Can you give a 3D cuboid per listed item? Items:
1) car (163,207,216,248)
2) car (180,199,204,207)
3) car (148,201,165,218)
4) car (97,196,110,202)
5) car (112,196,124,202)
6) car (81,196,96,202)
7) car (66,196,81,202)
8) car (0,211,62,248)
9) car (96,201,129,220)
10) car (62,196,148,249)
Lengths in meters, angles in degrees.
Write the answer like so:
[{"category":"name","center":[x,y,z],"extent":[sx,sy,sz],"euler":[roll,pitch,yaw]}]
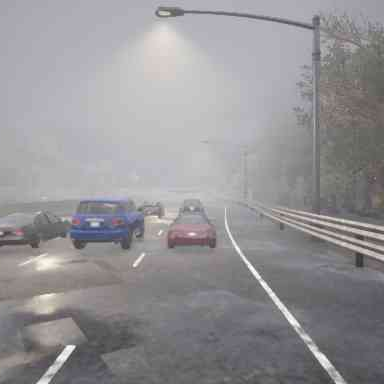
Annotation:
[{"category":"car","center":[0.000,1.572,14.651],"extent":[1.994,1.385,4.181],"euler":[0,0,0]},{"category":"car","center":[0.000,1.375,29.621],"extent":[2.097,1.767,4.553],"euler":[0,0,0]},{"category":"car","center":[-3.500,1.504,29.651],"extent":[2.128,1.511,4.902],"euler":[0,0,0]},{"category":"car","center":[-21.000,1.654,78.838],"extent":[1.895,1.301,4.718],"euler":[0,0,0]},{"category":"car","center":[-17.500,1.654,78.838],"extent":[1.895,1.301,4.718],"euler":[0,0,0]},{"category":"car","center":[-24.500,1.598,78.868],"extent":[2.033,1.411,5.357],"euler":[0,0,0]},{"category":"car","center":[-28.000,1.611,78.868],"extent":[1.994,1.385,4.181],"euler":[0,0,0]},{"category":"car","center":[-7.000,1.563,14.651],"extent":[2.033,1.411,5.357],"euler":[0,0,0]},{"category":"car","center":[-7.000,1.542,29.651],"extent":[1.812,1.442,4.674],"euler":[0,0,0]},{"category":"car","center":[-3.500,1.258,14.681],"extent":[2.150,2.045,5.566],"euler":[0,0,0]}]
